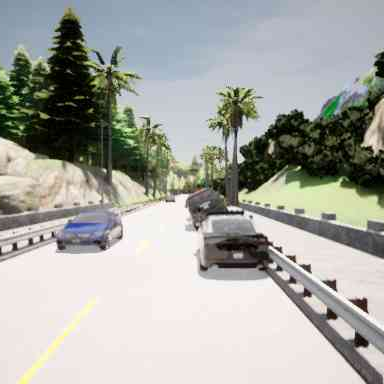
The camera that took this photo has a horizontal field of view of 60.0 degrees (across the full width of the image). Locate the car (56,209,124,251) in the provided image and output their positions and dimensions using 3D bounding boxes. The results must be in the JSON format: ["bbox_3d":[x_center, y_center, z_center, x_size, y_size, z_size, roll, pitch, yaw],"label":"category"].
[{"bbox_3d":[-4.107,1.484,14.131,1.812,1.442,4.674,0,0,0],"label":"car"}]

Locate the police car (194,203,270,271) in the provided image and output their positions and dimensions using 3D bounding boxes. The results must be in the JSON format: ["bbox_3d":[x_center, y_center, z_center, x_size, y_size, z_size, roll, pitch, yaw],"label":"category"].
[{"bbox_3d":[1.154,1.394,10.949,1.930,1.638,5.238,0,0,0],"label":"police car"}]

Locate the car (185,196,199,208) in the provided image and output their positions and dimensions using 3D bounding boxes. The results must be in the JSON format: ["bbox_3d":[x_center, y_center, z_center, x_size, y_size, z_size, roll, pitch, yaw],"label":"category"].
[{"bbox_3d":[0.005,1.369,46.693,1.837,1.490,4.892,0,0,0],"label":"car"}]

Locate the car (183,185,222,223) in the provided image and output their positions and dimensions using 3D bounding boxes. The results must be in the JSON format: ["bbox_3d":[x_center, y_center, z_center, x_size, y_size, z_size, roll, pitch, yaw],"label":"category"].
[{"bbox_3d":[0.800,0.878,26.864,2.150,2.045,5.566,-25,0,0],"label":"car"}]

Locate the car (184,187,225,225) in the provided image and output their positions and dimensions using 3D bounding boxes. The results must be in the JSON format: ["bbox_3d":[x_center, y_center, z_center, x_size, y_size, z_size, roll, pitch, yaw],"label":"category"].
[{"bbox_3d":[0.811,0.895,20.862,2.150,2.045,5.566,-25,0,0],"label":"car"}]

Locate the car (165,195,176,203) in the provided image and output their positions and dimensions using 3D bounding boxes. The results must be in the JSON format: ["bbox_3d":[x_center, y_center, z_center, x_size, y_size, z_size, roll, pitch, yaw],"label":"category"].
[{"bbox_3d":[-4.061,1.366,63.043,2.033,1.411,5.357,0,0,1],"label":"car"}]

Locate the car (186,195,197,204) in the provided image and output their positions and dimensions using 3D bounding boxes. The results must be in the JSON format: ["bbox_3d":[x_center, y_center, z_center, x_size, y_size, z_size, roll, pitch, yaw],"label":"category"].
[{"bbox_3d":[-0.026,1.305,60.193,1.882,1.535,5.008,0,0,0],"label":"car"}]
